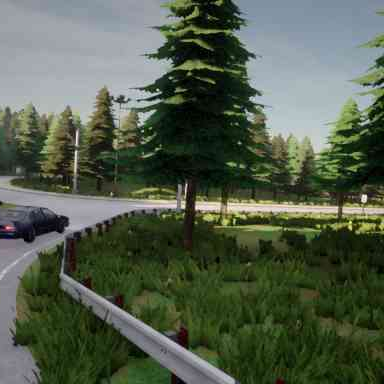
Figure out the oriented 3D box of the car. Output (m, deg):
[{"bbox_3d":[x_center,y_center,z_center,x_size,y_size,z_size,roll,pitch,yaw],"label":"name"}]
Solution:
[{"bbox_3d":[-7.590,1.371,15.525,2.033,1.411,5.357,4,1,3],"label":"car"}]
